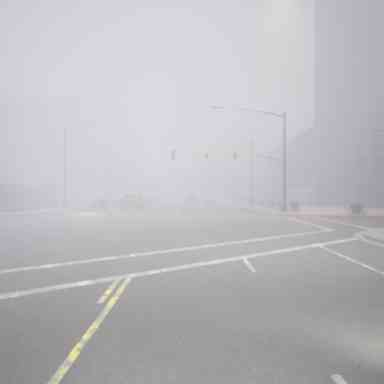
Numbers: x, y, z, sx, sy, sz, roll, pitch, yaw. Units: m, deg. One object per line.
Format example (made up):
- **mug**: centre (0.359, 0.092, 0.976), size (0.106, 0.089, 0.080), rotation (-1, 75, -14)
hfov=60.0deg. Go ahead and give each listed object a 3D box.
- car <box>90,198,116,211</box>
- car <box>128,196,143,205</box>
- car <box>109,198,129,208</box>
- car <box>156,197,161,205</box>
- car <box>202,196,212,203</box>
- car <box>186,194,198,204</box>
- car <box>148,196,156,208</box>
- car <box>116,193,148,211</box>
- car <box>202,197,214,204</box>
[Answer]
- **car**: centre (-10.583, 1.448, 39.482), size (2.128, 1.511, 4.902), rotation (0, 0, 0)
- **car**: centre (-10.547, 1.622, 62.306), size (1.882, 1.535, 5.008), rotation (0, 0, 1)
- **car**: centre (-10.581, 1.621, 48.754), size (1.895, 1.301, 4.718), rotation (0, 0, 0)
- **car**: centre (-7.051, 1.628, 62.945), size (1.882, 1.535, 5.008), rotation (0, -1, 0)
- **car**: centre (3.471, 1.762, 78.361), size (2.033, 1.411, 5.357), rotation (0, -1, 0)
- **car**: centre (-0.025, 1.418, 67.974), size (2.150, 2.045, 5.566), rotation (0, -1, 0)
- **car**: centre (-7.076, 1.378, 49.495), size (2.097, 1.767, 4.553), rotation (0, -1, -1)
- **car**: centre (-7.085, 1.183, 39.854), size (2.150, 2.045, 5.566), rotation (0, 0, 0)
- **car**: centre (3.475, 1.726, 68.359), size (1.812, 1.442, 4.674), rotation (0, -1, 0)
